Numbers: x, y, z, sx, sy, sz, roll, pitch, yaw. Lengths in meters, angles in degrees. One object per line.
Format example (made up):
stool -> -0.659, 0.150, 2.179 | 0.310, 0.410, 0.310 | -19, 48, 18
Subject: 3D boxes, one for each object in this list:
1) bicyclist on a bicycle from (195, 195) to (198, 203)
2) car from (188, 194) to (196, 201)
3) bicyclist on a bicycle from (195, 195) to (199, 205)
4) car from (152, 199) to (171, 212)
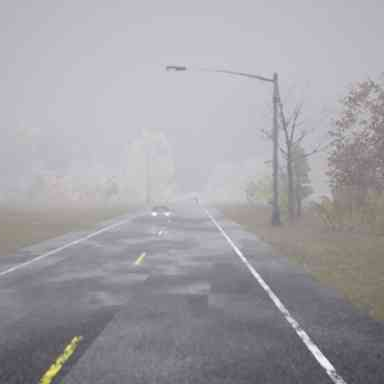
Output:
bicyclist on a bicycle -> 0.950, 1.500, 67.522 | 0.582, 1.620, 1.656 | 0, 0, 0
car -> -0.015, 1.444, 84.885 | 1.812, 1.442, 4.674 | 0, 0, 0
bicyclist on a bicycle -> 0.950, 1.483, 59.192 | 0.866, 1.612, 1.509 | 0, 0, 0
car -> -3.594, 1.565, 39.361 | 1.812, 1.442, 4.674 | 0, 0, 0
